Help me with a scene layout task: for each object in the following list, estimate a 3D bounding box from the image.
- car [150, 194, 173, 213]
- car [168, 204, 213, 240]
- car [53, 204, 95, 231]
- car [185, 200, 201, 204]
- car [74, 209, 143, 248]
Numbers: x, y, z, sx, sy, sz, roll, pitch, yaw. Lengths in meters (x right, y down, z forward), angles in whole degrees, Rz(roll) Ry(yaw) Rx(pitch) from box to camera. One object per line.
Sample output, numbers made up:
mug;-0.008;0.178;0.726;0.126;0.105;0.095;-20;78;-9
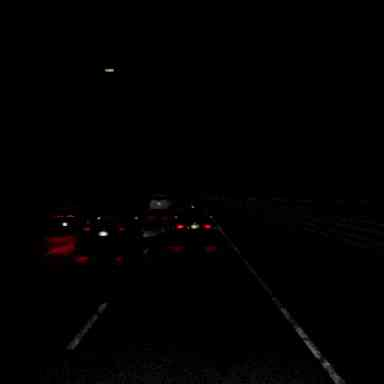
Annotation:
car;-3.409;1.292;37.299;2.150;2.045;5.566;0;0;0
car;0.090;1.572;17.058;2.033;1.411;5.357;0;0;0
car;-6.916;1.505;20.514;1.837;1.490;4.892;0;0;0
car;0.080;1.638;38.776;1.994;1.385;4.181;0;0;0
car;-3.407;1.585;14.792;1.994;1.385;4.181;0;0;0
